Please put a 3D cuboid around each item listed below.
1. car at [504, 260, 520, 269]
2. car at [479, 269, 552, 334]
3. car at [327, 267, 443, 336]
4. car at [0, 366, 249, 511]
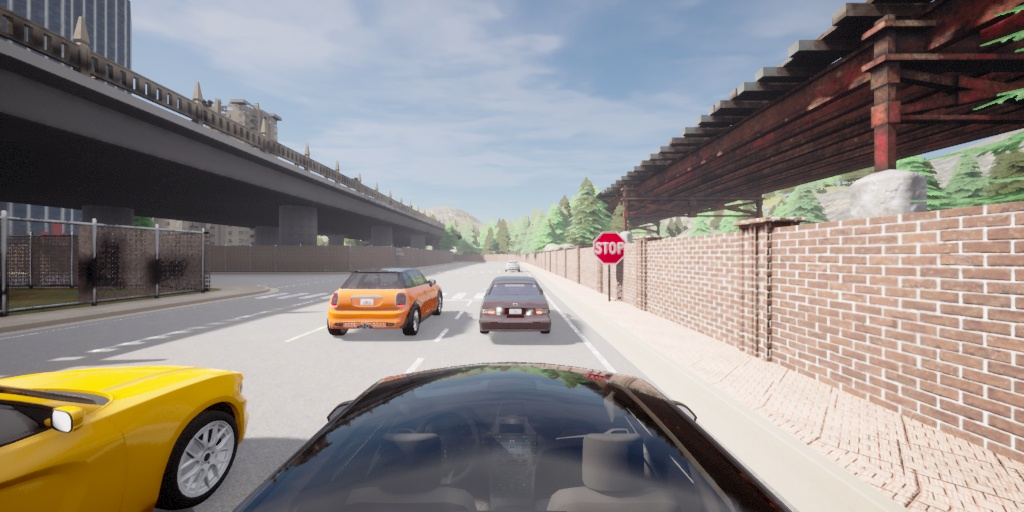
[{"bbox_3d":[0.061,1.274,45.717,1.812,1.442,4.674,0,0,-1],"label":"car"},{"bbox_3d":[0.074,1.297,10.600,2.033,1.411,5.357,0,0,0],"label":"car"},{"bbox_3d":[-3.427,1.102,10.576,2.097,1.767,4.553,0,0,0],"label":"car"},{"bbox_3d":[-3.398,1.228,1.319,1.882,1.535,5.008,0,0,0],"label":"car"}]
